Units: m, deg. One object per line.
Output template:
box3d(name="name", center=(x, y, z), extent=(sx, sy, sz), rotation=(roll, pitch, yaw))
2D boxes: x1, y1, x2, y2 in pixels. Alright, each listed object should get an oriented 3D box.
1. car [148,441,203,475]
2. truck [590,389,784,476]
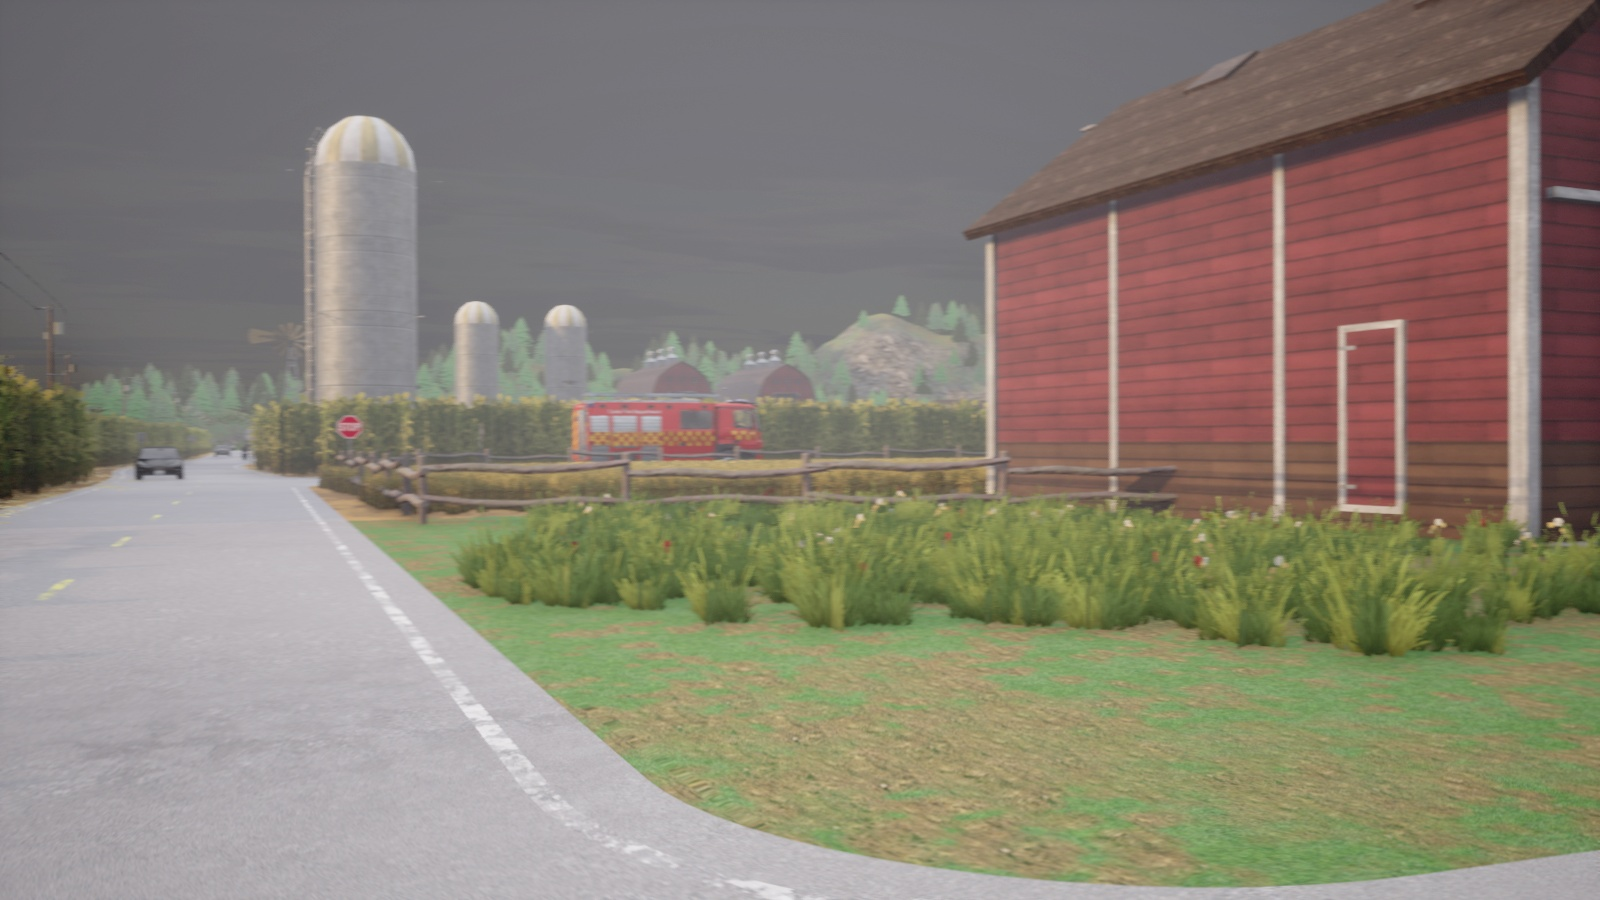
box3d(name="car", center=(-28.832, 0.345, 58.023), extent=(2.163, 1.488, 4.792), rotation=(0, 0, -26))
box3d(name="truck", center=(-5.199, -0.768, 58.240), extent=(8.468, 3.827, 2.891), rotation=(0, 0, -23))
